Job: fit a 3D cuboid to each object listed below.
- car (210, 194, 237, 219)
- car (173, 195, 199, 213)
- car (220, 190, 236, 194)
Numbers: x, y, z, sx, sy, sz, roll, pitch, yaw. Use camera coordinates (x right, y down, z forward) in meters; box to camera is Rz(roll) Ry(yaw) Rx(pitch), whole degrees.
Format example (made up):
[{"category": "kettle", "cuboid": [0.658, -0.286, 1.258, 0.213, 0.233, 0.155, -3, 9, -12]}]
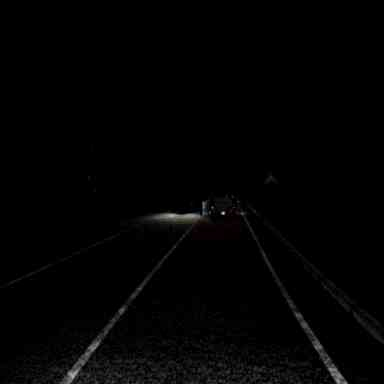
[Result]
[{"category": "car", "cuboid": [2.334, 1.132, 24.536, 1.812, 1.442, 4.674, 0, 1, 6]}, {"category": "car", "cuboid": [-0.475, 0.984, 30.179, 1.882, 1.535, 5.008, 0, 1, 7]}, {"category": "car", "cuboid": [4.453, 0.574, 41.939, 2.097, 1.767, 4.553, -1, 1, 10]}]
